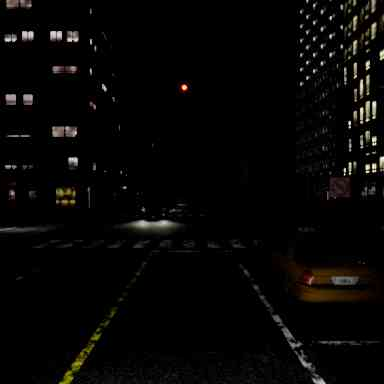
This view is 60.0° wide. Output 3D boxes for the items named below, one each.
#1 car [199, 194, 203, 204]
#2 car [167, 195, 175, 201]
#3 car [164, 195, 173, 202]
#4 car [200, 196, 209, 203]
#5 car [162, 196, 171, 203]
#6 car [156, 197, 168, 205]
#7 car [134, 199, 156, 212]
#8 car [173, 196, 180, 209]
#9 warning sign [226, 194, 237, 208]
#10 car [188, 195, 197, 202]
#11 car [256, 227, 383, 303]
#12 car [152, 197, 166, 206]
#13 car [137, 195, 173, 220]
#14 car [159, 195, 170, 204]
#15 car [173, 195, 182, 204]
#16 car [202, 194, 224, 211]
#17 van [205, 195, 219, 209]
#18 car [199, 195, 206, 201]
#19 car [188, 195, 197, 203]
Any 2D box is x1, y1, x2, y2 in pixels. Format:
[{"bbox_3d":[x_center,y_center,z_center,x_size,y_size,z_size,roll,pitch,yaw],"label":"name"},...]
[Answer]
[{"bbox_3d":[2.760,1.362,62.517,2.192,1.841,5.009,0,0,0],"label":"car"},{"bbox_3d":[-5.586,1.624,89.991,1.752,1.417,4.829,0,0,0],"label":"car"},{"bbox_3d":[-5.600,1.516,79.107,1.967,1.590,4.097,0,0,0],"label":"car"},{"bbox_3d":[2.774,1.611,73.571,1.887,1.381,4.507,0,0,0],"label":"car"},{"bbox_3d":[-5.606,1.648,73.581,1.802,1.307,4.206,0,0,0],"label":"car"},{"bbox_3d":[-5.619,1.591,62.526,1.887,1.381,4.507,0,0,0],"label":"car"},{"bbox_3d":[-5.645,1.567,40.421,2.008,1.369,4.403,0,0,0],"label":"car"},{"bbox_3d":[-3.045,1.568,44.769,2.033,1.411,5.357,0,0,0],"label":"car"},{"bbox_3d":[5.124,1.135,43.665,1.300,1.860,1.060,0,0,0],"label":"warning sign"},{"bbox_3d":[0.095,1.531,79.608,2.033,1.411,5.357,0,0,0],"label":"car"},{"bbox_3d":[2.696,1.526,8.168,1.752,1.417,4.829,0,0,0],"label":"car"},{"bbox_3d":[-5.626,1.588,57.001,2.008,1.369,4.403,0,0,0],"label":"car"},{"bbox_3d":[-3.068,1.373,28.462,2.097,1.767,4.553,0,1,0],"label":"car"},{"bbox_3d":[-5.613,1.496,68.054,1.967,1.590,4.097,0,0,0],"label":"car"},{"bbox_3d":[-2.975,1.526,63.952,1.882,1.535,5.008,0,0,1],"label":"car"},{"bbox_3d":[2.734,1.332,40.411,2.192,1.841,5.009,0,0,0],"label":"car"},{"bbox_3d":[2.740,1.364,45.937,1.690,1.788,3.998,0,0,0],"label":"van"},{"bbox_3d":[2.794,1.625,90.321,1.752,1.417,4.829,0,0,0],"label":"car"},{"bbox_3d":[0.082,1.536,69.190,1.882,1.535,5.008,0,0,0],"label":"car"}]
